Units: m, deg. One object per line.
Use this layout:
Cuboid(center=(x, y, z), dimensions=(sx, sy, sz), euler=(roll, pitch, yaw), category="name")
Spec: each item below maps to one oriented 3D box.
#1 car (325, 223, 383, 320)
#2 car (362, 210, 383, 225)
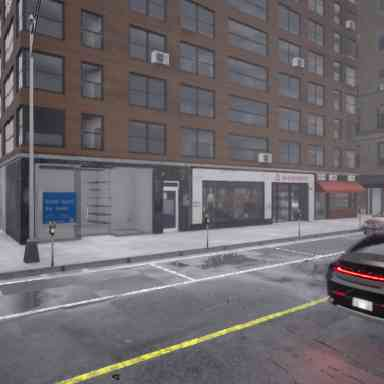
Cuboid(center=(4.622, 1.504, 6.578), dimensions=(4.892, 1.490, 1.837), euler=(0, 0, -35), category="car")
Cuboid(center=(10.616, 1.582, 17.470), dimensions=(4.206, 1.307, 1.802), euler=(0, 0, -35), category="car")
